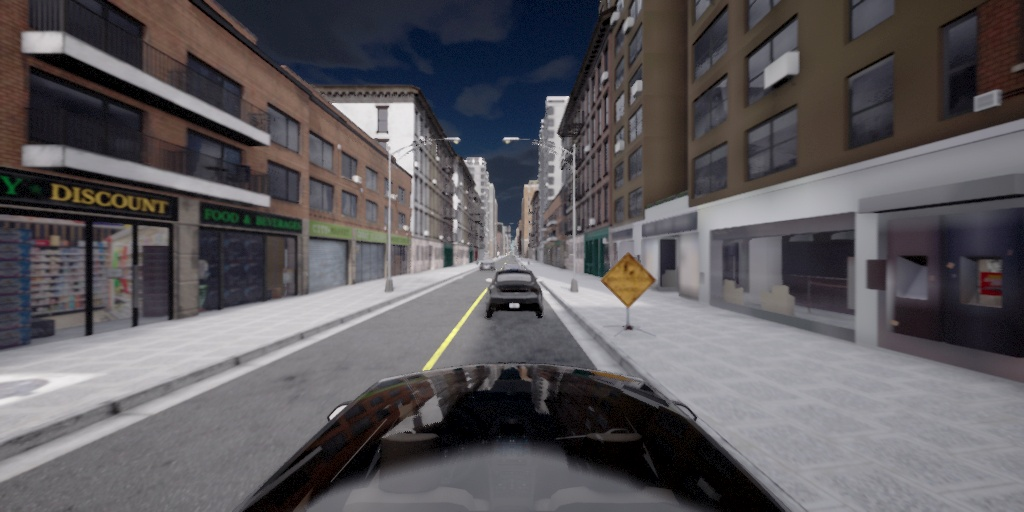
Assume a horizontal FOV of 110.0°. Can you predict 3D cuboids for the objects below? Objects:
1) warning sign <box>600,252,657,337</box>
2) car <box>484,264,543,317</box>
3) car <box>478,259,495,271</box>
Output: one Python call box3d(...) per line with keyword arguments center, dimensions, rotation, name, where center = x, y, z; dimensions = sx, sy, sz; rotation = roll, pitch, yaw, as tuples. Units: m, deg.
box3d(center=(2.719, 0.846, 8.416), dimensions=(1.300, 1.860, 1.060), rotation=(0, 0, 0), name="warning sign")
box3d(center=(0.084, 1.222, 13.084), dimensions=(1.837, 1.490, 4.892), rotation=(0, 0, 0), name="car")
box3d(center=(-3.073, 1.132, 45.482), dimensions=(1.812, 1.442, 4.674), rotation=(0, 0, 0), name="car")
